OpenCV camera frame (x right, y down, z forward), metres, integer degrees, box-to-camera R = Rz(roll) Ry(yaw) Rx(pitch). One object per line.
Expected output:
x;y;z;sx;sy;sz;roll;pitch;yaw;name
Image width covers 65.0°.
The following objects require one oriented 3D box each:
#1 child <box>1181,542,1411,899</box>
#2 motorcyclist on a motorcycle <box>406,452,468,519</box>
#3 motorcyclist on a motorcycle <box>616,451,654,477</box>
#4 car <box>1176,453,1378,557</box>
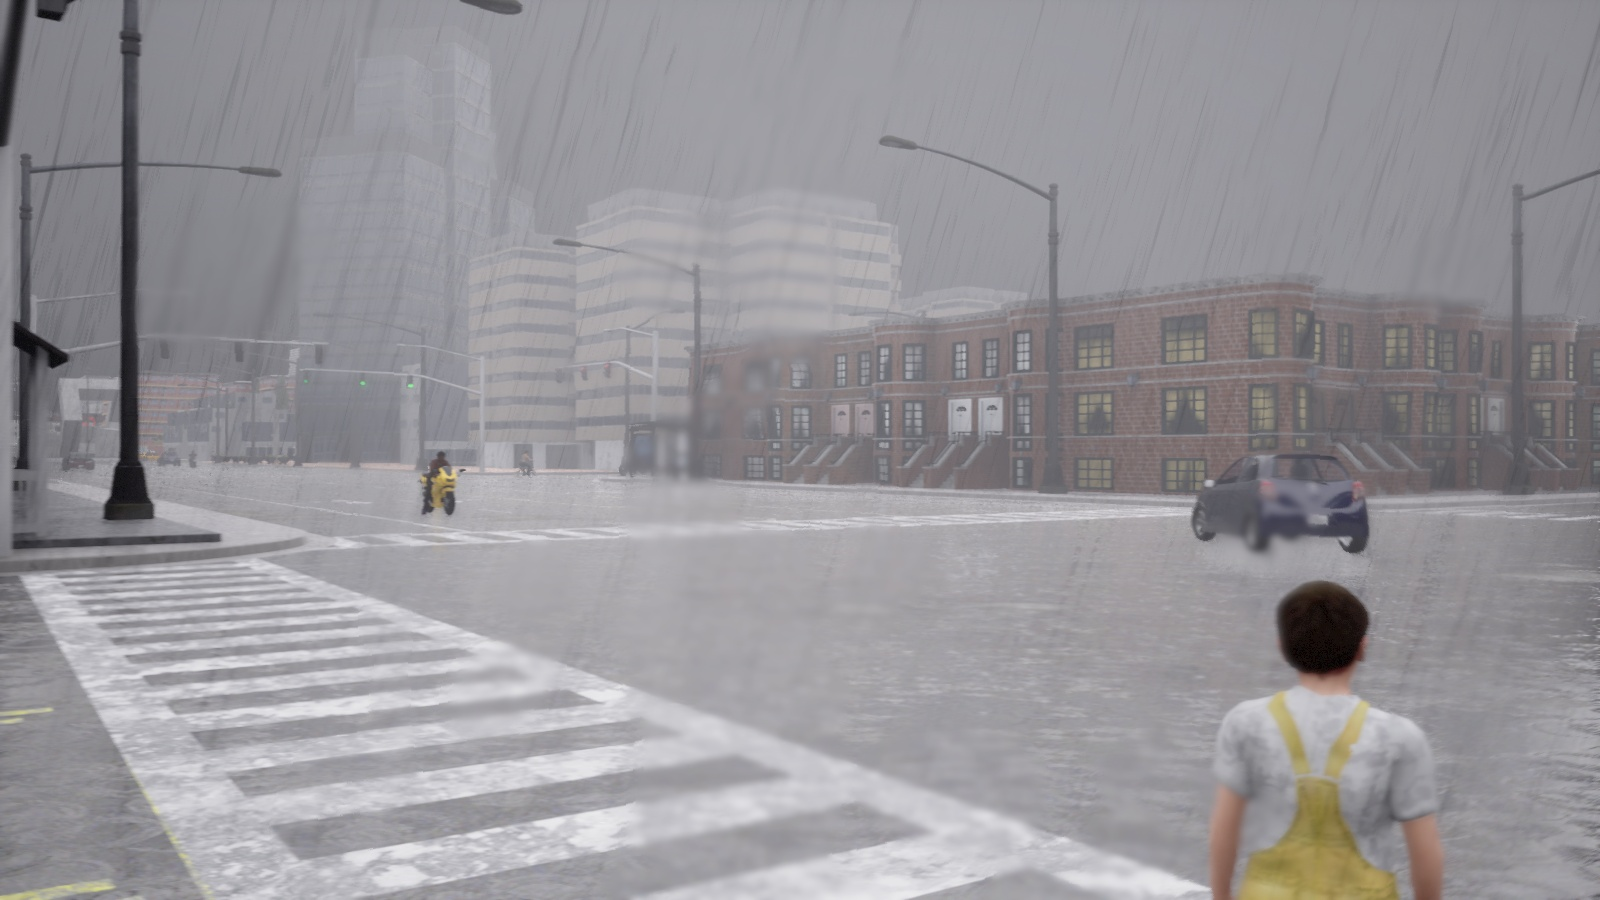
0.888;0.813;2.223;0.270;1.263;0.437;0;0;37;child
-8.649;0.818;29.871;0.797;1.523;2.044;0;0;-35;motorcyclist on a motorcycle
-10.691;0.917;81.227;2.350;1.649;0.766;0;0;-35;motorcyclist on a motorcycle
7.434;0.792;19.951;1.845;1.501;3.633;0;0;1;car
